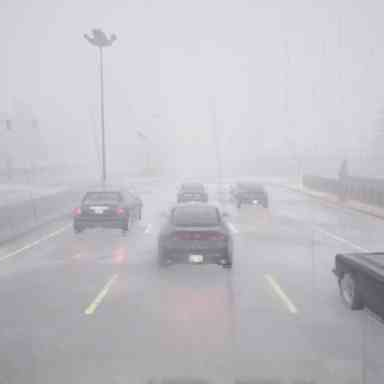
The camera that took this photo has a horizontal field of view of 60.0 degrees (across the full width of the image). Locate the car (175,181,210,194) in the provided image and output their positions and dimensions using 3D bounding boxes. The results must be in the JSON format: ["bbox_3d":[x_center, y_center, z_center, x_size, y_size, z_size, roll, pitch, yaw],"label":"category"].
[{"bbox_3d":[0.027,0.113,20.504,1.837,1.490,4.892,0,6,0],"label":"car"}]

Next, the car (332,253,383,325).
[{"bbox_3d":[3.596,1.456,4.215,1.895,1.301,4.718,0,2,0],"label":"car"}]

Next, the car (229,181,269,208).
[{"bbox_3d":[3.526,0.061,21.005,1.837,1.490,4.892,0,6,0],"label":"car"}]

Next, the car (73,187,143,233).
[{"bbox_3d":[-3.442,0.558,14.411,2.097,1.767,4.553,0,5,0],"label":"car"}]

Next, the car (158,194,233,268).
[{"bbox_3d":[0.080,1.061,9.747,1.837,1.490,4.892,0,4,0],"label":"car"}]
